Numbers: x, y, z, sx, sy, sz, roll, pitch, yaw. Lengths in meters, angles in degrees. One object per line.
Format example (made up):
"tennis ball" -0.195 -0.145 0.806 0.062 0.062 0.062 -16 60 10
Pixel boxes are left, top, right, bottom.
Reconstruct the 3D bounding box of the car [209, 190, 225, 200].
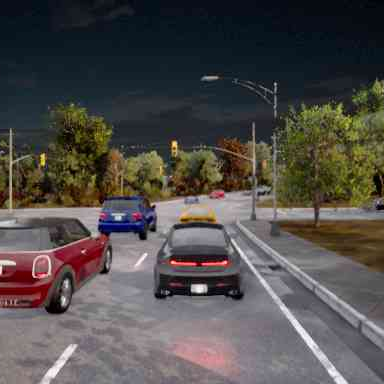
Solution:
"car" 5.682 0.627 75.311 2.150 2.045 5.566 0 3 26

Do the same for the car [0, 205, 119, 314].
"car" -3.353 1.359 7.801 2.097 1.767 4.553 0 0 1

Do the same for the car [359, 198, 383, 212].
"car" 21.117 1.431 36.715 4.902 1.511 2.128 -1 0 4

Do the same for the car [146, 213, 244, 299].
"car" 0.154 1.512 8.467 1.837 1.490 4.892 0 0 1

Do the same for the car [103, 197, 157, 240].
"car" -3.181 1.252 17.364 2.150 2.045 5.566 0 0 2

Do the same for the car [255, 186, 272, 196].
"car" 17.947 0.110 83.043 1.882 1.535 5.008 0 3 33

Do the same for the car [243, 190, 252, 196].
"car" 14.627 0.226 84.323 1.994 1.385 4.181 0 3 33

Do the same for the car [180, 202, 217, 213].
"car" 0.348 1.509 17.845 1.882 1.535 5.008 0 0 2

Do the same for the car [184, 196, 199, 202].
"car" -0.058 1.515 61.055 1.812 1.442 4.674 0 1 19

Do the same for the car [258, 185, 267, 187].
"car" 20.128 -0.806 92.469 2.150 2.045 5.566 0 3 38
